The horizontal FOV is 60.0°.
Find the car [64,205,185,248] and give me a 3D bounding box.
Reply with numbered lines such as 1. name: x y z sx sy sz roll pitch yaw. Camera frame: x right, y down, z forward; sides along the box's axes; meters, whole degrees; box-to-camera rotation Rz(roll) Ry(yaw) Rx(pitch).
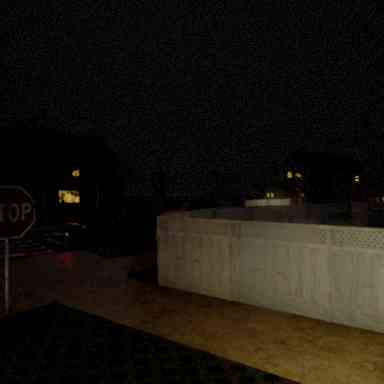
1. car: -3.054 1.490 14.788 4.902 1.511 2.128 0 -1 -36

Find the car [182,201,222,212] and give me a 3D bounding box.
1. car: 0.060 1.380 20.423 4.553 1.767 2.097 0 -1 -34
